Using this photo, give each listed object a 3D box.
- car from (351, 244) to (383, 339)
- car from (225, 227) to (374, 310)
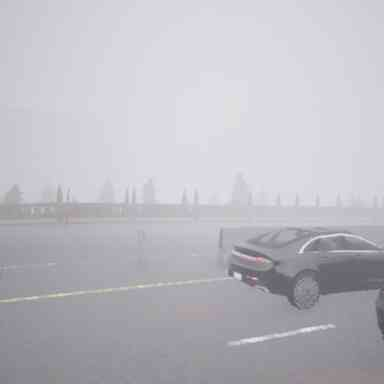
[{"bbox_3d":[4.899,1.616,4.808,4.892,1.490,1.837,2,-1,-23],"label":"car"},{"bbox_3d":[3.173,1.606,7.877,4.902,1.511,2.128,2,-1,-23],"label":"car"}]
